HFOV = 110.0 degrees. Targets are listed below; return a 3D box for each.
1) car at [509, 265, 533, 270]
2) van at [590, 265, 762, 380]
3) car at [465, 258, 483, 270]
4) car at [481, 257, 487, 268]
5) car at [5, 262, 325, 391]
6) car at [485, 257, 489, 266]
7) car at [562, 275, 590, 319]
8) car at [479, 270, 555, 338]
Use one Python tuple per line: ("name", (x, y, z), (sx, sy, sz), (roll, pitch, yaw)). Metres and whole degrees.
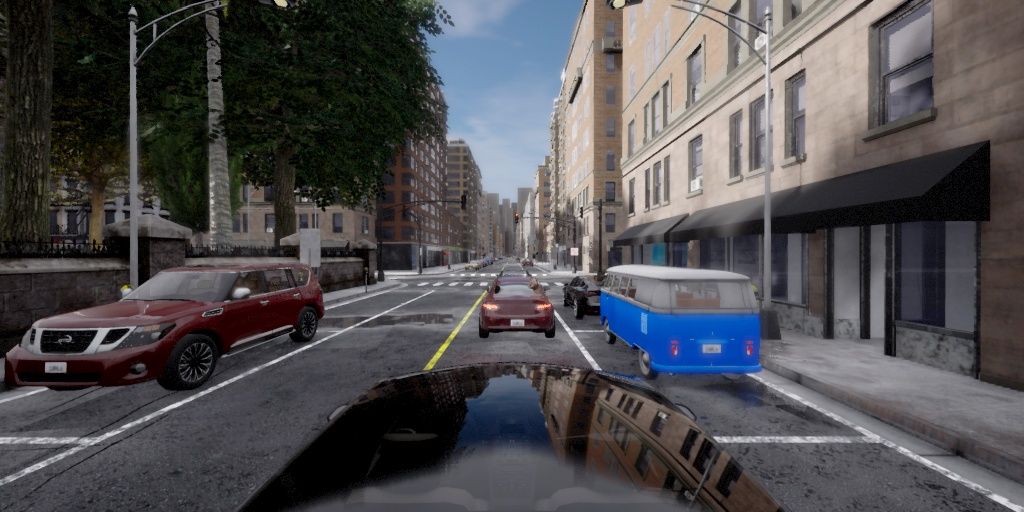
("car", (0.112, 1.345, 18.849), (1.895, 1.301, 4.718), (0, 0, -1))
("van", (2.867, 1.090, 6.986), (1.690, 1.789, 3.998), (0, 0, 0))
("car", (-5.564, 1.248, 50.483), (1.751, 1.417, 4.829), (0, 0, 0))
("car", (-5.552, 1.271, 56.104), (2.007, 1.370, 4.403), (0, 0, 0))
("car", (-5.657, 1.064, 6.965), (2.192, 1.841, 5.009), (0, 0, 0))
("car", (-5.540, 1.265, 61.555), (1.888, 1.381, 4.507), (0, 0, 0))
("car", (2.880, 1.313, 12.647), (1.948, 1.339, 4.313), (0, 0, 0))
("car", (0.123, 1.274, 10.027), (1.812, 1.442, 4.674), (0, 0, 0))
